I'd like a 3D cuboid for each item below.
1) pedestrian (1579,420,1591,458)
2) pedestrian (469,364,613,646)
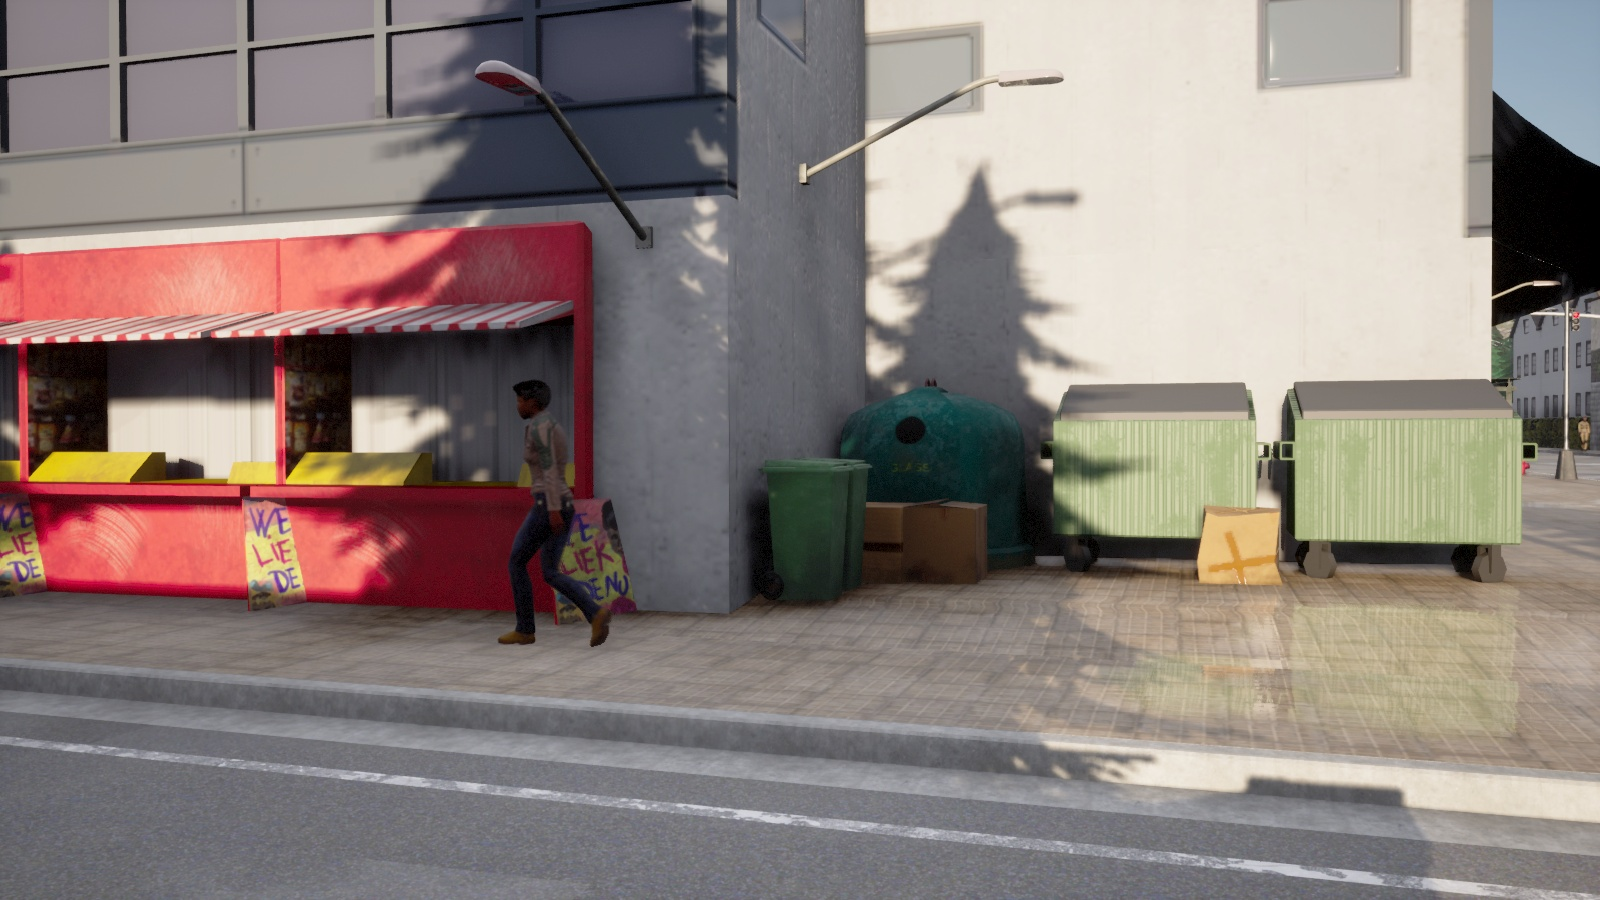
[{"bbox_3d":[39.642,-0.559,63.420,0.396,1.930,0.692,1,1,24],"label":"pedestrian"},{"bbox_3d":[-1.707,0.348,8.280,0.869,1.805,0.328,0,1,12],"label":"pedestrian"}]
